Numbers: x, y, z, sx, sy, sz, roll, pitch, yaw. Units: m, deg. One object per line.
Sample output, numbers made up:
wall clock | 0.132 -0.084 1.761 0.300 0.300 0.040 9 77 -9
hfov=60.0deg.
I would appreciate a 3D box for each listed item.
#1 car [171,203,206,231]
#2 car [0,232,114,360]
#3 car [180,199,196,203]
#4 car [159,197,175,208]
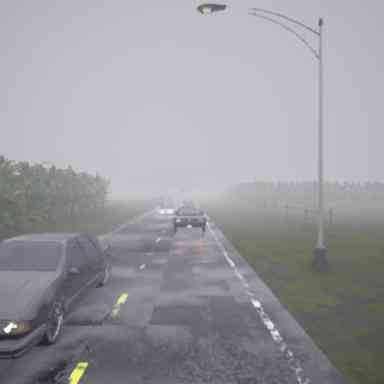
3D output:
car | -0.164 1.595 20.498 1.895 1.301 4.718 0 0 -1
car | -2.929 1.546 6.557 2.033 1.411 5.357 0 0 -1
car | -0.446 1.527 41.269 2.033 1.411 5.357 0 0 -1
car | -3.442 1.465 46.072 2.128 1.511 4.902 0 0 -1
